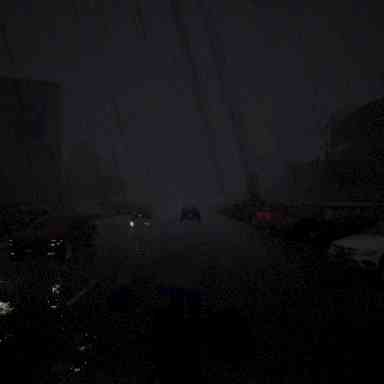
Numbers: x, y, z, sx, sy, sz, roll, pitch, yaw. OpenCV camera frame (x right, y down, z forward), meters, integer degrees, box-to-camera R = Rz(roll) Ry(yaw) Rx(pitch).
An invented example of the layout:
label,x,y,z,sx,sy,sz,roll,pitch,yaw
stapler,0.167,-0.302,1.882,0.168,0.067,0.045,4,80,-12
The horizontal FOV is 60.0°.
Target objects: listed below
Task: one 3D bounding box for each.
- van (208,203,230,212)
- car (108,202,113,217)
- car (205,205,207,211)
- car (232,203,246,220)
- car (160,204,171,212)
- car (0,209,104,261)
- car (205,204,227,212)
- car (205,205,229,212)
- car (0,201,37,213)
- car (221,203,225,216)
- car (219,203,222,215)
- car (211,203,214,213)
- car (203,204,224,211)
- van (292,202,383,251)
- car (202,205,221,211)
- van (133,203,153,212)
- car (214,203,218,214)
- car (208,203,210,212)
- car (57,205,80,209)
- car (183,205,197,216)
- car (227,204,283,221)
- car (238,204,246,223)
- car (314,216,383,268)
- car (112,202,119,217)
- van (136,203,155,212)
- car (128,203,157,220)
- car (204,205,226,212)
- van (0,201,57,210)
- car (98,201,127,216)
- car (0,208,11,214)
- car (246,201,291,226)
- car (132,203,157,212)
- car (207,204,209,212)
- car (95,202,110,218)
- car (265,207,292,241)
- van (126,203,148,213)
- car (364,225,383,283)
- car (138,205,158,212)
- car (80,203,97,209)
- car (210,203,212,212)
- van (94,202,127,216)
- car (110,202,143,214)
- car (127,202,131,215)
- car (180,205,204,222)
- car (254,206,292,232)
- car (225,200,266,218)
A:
label,x,y,z,sx,sy,sz,roll,pitch,yaw
van,5.795,3.358,71.830,4.442,1.987,1.878,2,-3,-21
car,-11.765,2.214,36.451,5.366,1.575,1.946,0,-2,-21
car,5.804,3.336,65.911,5.008,1.535,2.097,2,-2,-21
car,6.296,1.917,27.794,4.892,1.521,2.231,1,-2,-20
car,-5.582,3.423,71.440,2.097,1.767,4.553,0,-2,0
car,-5.129,1.608,12.908,1.882,1.535,5.008,0,-1,0
car,5.530,3.700,77.662,4.553,1.767,2.185,2,-3,-21
car,5.629,3.703,74.717,5.008,1.535,2.097,2,-2,-21
car,-11.421,1.609,18.578,4.553,1.767,2.185,0,-1,-20
car,6.227,2.177,36.589,5.008,1.535,2.097,1,-2,-20
car,6.182,2.274,39.519,5.008,1.535,2.097,2,-2,-21
car,6.032,2.725,51.248,5.008,1.535,2.097,2,-3,-21
car,5.398,3.945,83.556,4.553,1.767,2.185,2,-3,-21
van,6.500,1.381,13.170,4.442,1.987,1.878,1,-1,-20
car,5.290,4.357,89.450,4.674,1.452,2.002,2,-2,-21
van,-11.644,3.696,78.555,4.442,1.987,1.878,0,-3,-19
car,6.051,2.480,48.314,4.553,1.767,2.185,2,-3,-21
car,5.944,2.971,57.112,4.892,1.521,2.231,2,-3,-21
car,-11.315,1.867,24.622,5.366,1.575,1.946,0,-2,-20
car,-0.264,2.573,45.939,1.812,1.442,4.674,0,-2,0
car,6.424,2.084,33.719,5.366,1.575,1.946,1,-2,-20
car,6.318,1.845,24.857,4.892,1.521,2.231,1,-2,-20
car,6.404,1.600,10.189,4.674,1.452,2.002,1,-1,-20
car,-11.800,2.315,39.442,5.366,1.575,1.946,0,-2,-21
van,-11.794,3.948,84.463,4.442,1.987,1.878,0,-2,-19
car,-5.184,2.188,35.230,1.837,1.490,4.892,0,-2,-1
car,5.520,3.979,80.623,4.792,1.488,2.163,2,-3,-21
van,-11.363,1.572,21.611,4.442,1.987,1.878,0,-2,-20
car,-11.687,2.176,42.494,5.566,2.045,2.435,0,-2,-21
car,-11.430,1.716,15.575,4.674,1.452,2.002,0,-1,-20
car,6.315,1.648,21.921,4.553,1.767,2.185,1,-2,-20
car,-11.693,3.797,81.523,5.566,2.045,2.435,0,-3,-19
car,5.908,3.092,60.044,5.008,1.535,2.097,2,-2,-21
car,-11.390,2.116,33.592,5.366,1.575,1.946,0,-2,-20
car,6.383,1.655,16.059,5.008,1.535,2.097,1,-1,-20
van,-11.925,3.444,72.468,4.442,1.987,1.878,0,-2,-19
car,6.413,1.561,7.250,4.674,1.452,2.002,1,-1,-20
car,-11.642,4.299,87.490,5.008,1.535,2.097,0,-2,-19
car,-11.508,2.061,30.549,4.792,1.488,2.163,0,-2,-20
car,5.986,2.849,54.182,4.892,1.521,2.231,2,-3,-21
van,-11.848,2.436,48.445,4.442,1.987,1.878,0,-2,-21
car,-11.892,2.914,60.477,5.566,2.045,2.435,0,-2,-20
car,-11.522,2.539,45.553,5.366,1.575,1.946,0,-3,-21
car,-0.143,2.043,31.932,1.882,1.535,5.008,0,-2,0
car,6.335,1.741,18.975,4.792,1.488,2.163,1,-1,-20
car,6.307,1.748,30.746,5.566,2.045,2.435,1,-2,-20
